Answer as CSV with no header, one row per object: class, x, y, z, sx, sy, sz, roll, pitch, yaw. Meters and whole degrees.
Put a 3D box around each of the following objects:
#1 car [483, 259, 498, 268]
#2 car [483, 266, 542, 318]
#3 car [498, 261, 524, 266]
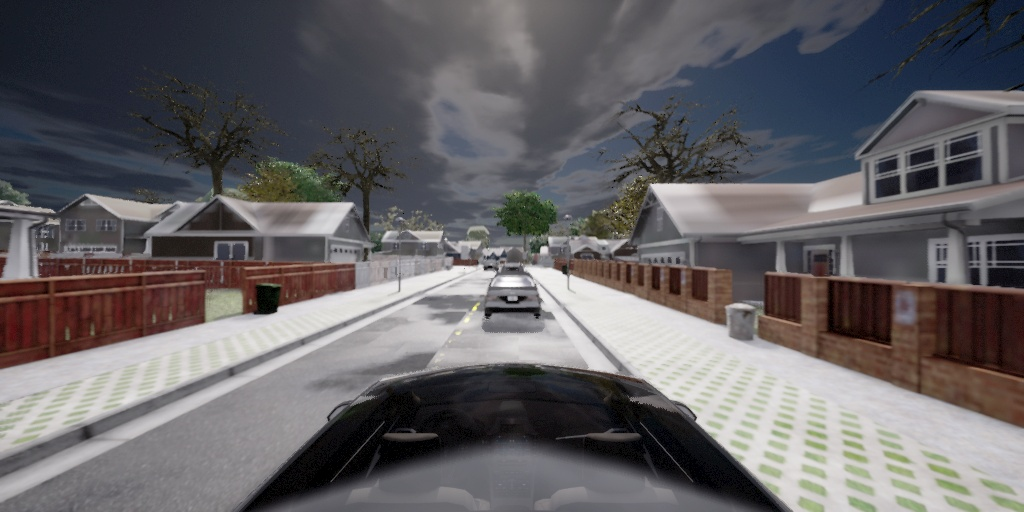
car,-2.788,1.200,47.685,1.837,1.490,4.892,0,-1,1
car,0.025,1.248,12.708,2.033,1.411,5.357,0,0,0
car,0.051,1.179,29.900,1.837,1.490,4.892,0,0,1
